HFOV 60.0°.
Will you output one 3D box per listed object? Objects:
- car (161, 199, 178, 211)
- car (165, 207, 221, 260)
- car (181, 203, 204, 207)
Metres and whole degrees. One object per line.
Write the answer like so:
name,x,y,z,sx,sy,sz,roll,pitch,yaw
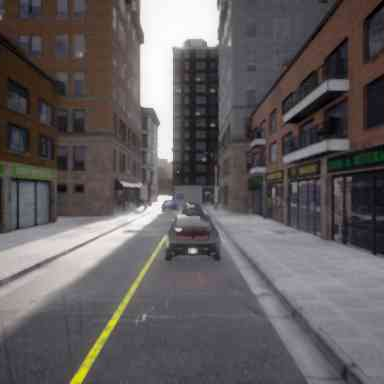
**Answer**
car,-2.810,1.617,42.220,1.882,1.535,5.008,0,-1,0
car,0.042,1.546,12.602,1.837,1.490,4.892,0,0,0
car,0.046,1.617,28.256,1.812,1.442,4.674,0,0,0
